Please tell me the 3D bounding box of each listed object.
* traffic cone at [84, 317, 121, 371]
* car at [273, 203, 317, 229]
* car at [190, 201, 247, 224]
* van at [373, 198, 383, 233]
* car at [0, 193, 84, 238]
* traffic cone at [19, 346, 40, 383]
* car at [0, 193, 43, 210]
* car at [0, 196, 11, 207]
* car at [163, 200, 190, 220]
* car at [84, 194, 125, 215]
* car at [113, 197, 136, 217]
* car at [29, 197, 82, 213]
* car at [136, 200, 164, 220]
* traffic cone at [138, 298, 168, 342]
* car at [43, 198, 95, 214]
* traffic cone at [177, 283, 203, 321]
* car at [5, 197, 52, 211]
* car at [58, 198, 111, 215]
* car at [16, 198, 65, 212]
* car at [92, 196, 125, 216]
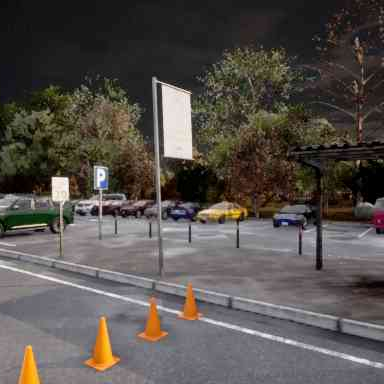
[{"bbox_3d":[-1.182,1.957,4.398,0.340,0.580,0.340,0,0,35],"label":"traffic cone"},{"bbox_3d":[7.003,1.513,22.097,2.163,1.488,4.792,0,0,35],"label":"car"},{"bbox_3d":[2.372,1.475,25.162,1.946,1.575,5.366,0,0,35],"label":"car"},{"bbox_3d":[11.627,1.264,19.023,1.878,1.987,4.442,0,0,35],"label":"van"},{"bbox_3d":[-8.890,1.221,17.285,2.435,2.045,5.566,0,0,35],"label":"car"},{"bbox_3d":[-1.758,1.957,3.582,0.340,0.580,0.340,0,0,35],"label":"traffic cone"},{"bbox_3d":[-22.515,1.153,42.857,2.435,2.045,5.566,0,0,35],"label":"car"},{"bbox_3d":[-29.204,1.333,47.824,1.946,1.575,5.366,1,0,35],"label":"car"},{"bbox_3d":[0.225,1.504,26.935,2.163,1.488,4.792,0,0,35],"label":"car"},{"bbox_3d":[-8.889,1.212,33.274,2.435,2.045,5.566,0,0,35],"label":"car"},{"bbox_3d":[-4.329,1.469,30.108,2.097,1.535,5.008,0,0,35],"label":"car"},{"bbox_3d":[-15.580,1.444,38.240,1.946,1.575,5.366,0,0,35],"label":"car"},{"bbox_3d":[-2.058,1.473,28.512,2.231,1.521,4.892,0,0,35],"label":"car"},{"bbox_3d":[-0.607,1.957,5.214,0.340,0.580,0.340,0,0,35],"label":"traffic cone"},{"bbox_3d":[-13.418,1.455,36.488,2.097,1.535,5.008,0,0,35],"label":"car"},{"bbox_3d":[-0.032,1.957,6.030,0.340,0.580,0.340,0,0,36],"label":"traffic cone"},{"bbox_3d":[-20.214,1.452,41.309,2.163,1.488,4.792,0,0,35],"label":"car"},{"bbox_3d":[-11.146,1.461,34.889,2.231,1.521,4.892,0,0,35],"label":"car"},{"bbox_3d":[-17.971,1.469,39.660,2.163,1.488,4.792,0,0,35],"label":"car"},{"bbox_3d":[-6.600,1.466,31.705,2.097,1.535,5.008,0,0,35],"label":"car"}]
